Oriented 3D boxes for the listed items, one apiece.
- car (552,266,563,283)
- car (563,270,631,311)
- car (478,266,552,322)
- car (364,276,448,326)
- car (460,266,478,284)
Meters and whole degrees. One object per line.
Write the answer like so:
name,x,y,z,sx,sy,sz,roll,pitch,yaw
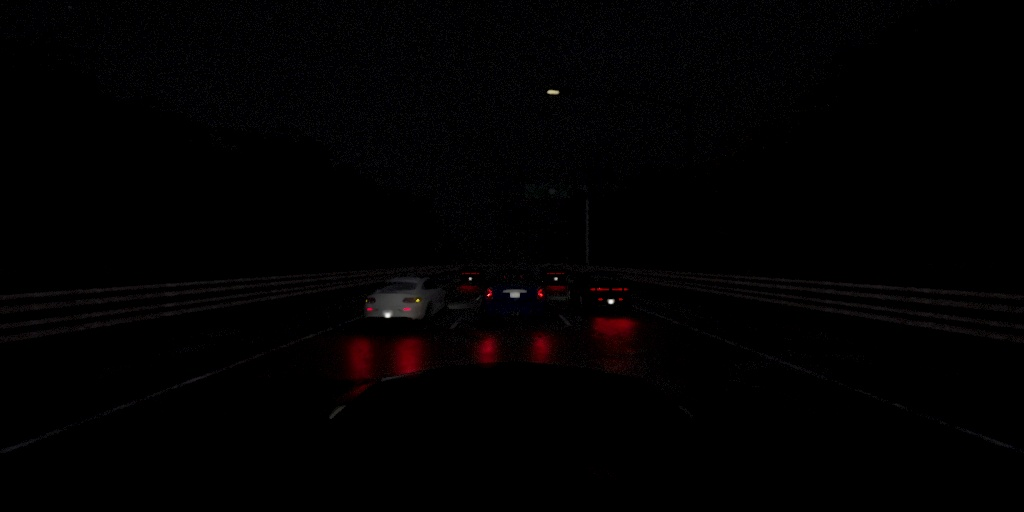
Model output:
car,3.592,1.635,31.707,1.837,1.490,4.892,0,-1,0
car,3.596,1.425,15.437,1.837,1.490,4.892,0,-1,0
car,0.095,1.242,13.079,2.097,1.767,4.553,0,-1,0
car,-3.411,1.404,12.139,1.812,1.442,4.674,0,-1,0
car,-3.407,1.635,31.741,1.837,1.490,4.892,0,-1,0
